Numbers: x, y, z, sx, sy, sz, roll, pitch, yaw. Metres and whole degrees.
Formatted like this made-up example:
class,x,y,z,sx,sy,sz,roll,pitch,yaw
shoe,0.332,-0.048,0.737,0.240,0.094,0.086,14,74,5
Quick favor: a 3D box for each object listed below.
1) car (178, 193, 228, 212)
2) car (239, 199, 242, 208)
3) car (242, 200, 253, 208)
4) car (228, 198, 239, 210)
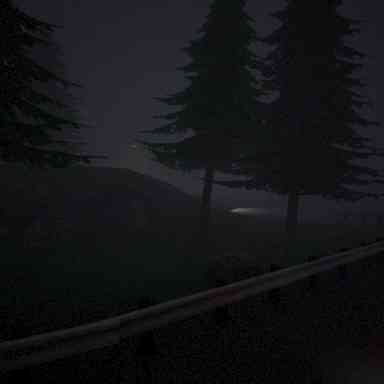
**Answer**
class,x,y,z,sx,sy,sz,roll,pitch,yaw
car,0.937,1.200,38.431,5.566,2.045,2.150,0,0,36
car,4.091,1.537,44.793,4.181,1.385,1.994,0,0,36
car,5.993,1.521,47.732,5.357,1.411,2.033,0,0,36
car,3.190,1.544,41.130,4.181,1.385,1.994,0,0,36
